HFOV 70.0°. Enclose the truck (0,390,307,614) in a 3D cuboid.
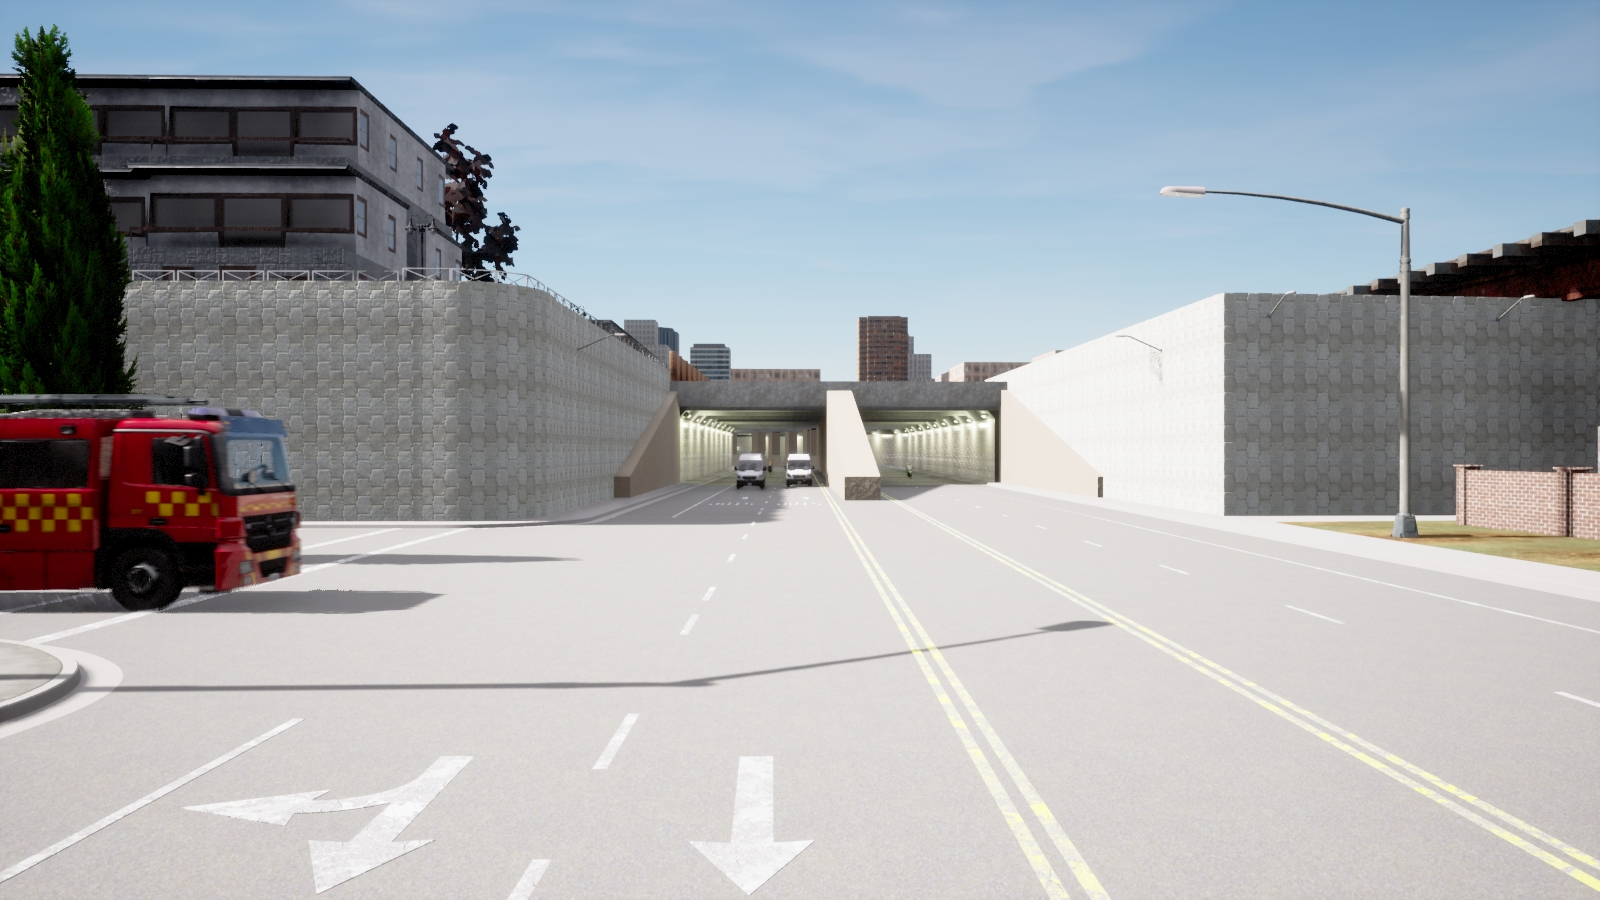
[{"bbox_3d":[-13.927,0.890,21.015,8.468,3.827,2.891,0,0,-1],"label":"truck"}]
